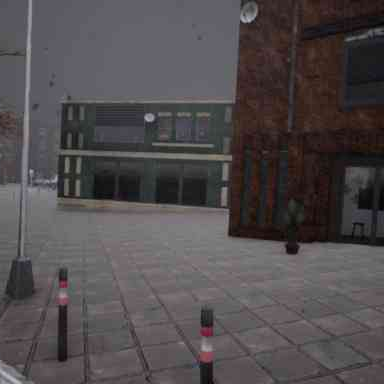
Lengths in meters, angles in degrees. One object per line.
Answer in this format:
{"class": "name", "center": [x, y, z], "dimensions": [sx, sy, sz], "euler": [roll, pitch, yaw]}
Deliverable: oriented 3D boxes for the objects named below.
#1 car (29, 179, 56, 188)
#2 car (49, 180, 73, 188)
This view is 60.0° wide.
{"class": "car", "center": [-29.833, -1.802, 65.397], "dimensions": [4.553, 1.767, 2.185], "euler": [4, 3, 21]}
{"class": "car", "center": [-27.848, -1.776, 70.548], "dimensions": [4.674, 1.452, 2.002], "euler": [4, 3, 21]}
